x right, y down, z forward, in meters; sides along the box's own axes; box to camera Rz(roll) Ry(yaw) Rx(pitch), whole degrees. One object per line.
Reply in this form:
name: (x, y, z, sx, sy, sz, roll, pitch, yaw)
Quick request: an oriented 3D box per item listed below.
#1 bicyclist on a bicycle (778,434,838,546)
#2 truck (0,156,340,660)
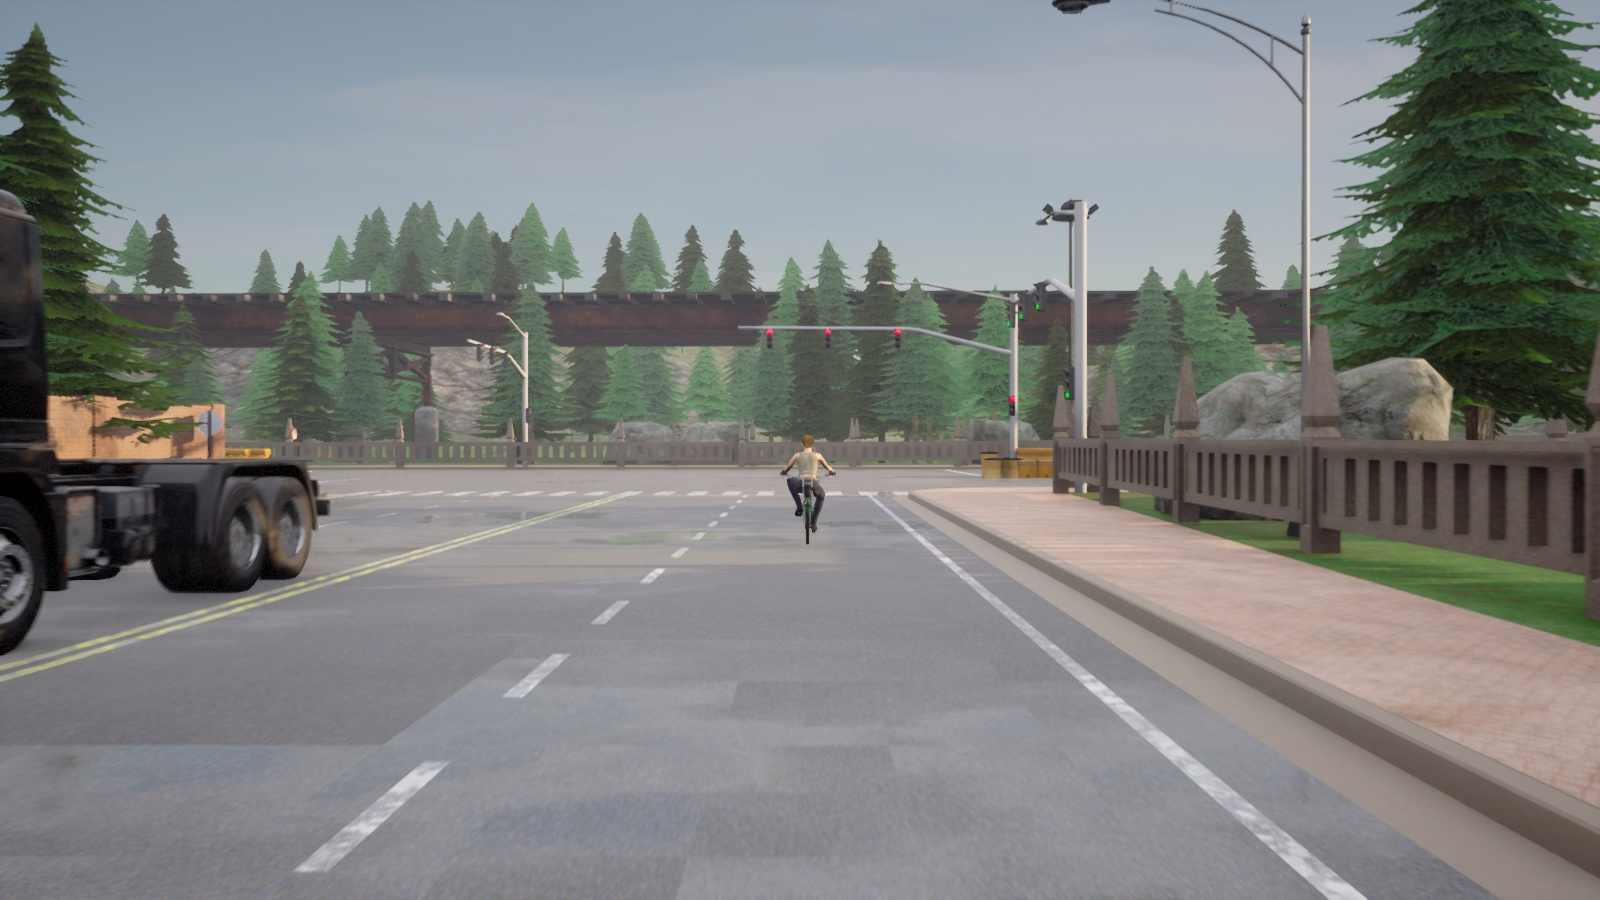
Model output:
bicyclist on a bicycle: (0.118, 0.576, 18.956, 0.866, 1.612, 1.509, 0, 0, 1)
truck: (-6.922, -0.302, 10.912, 2.891, 3.462, 7.936, 0, 0, 0)
